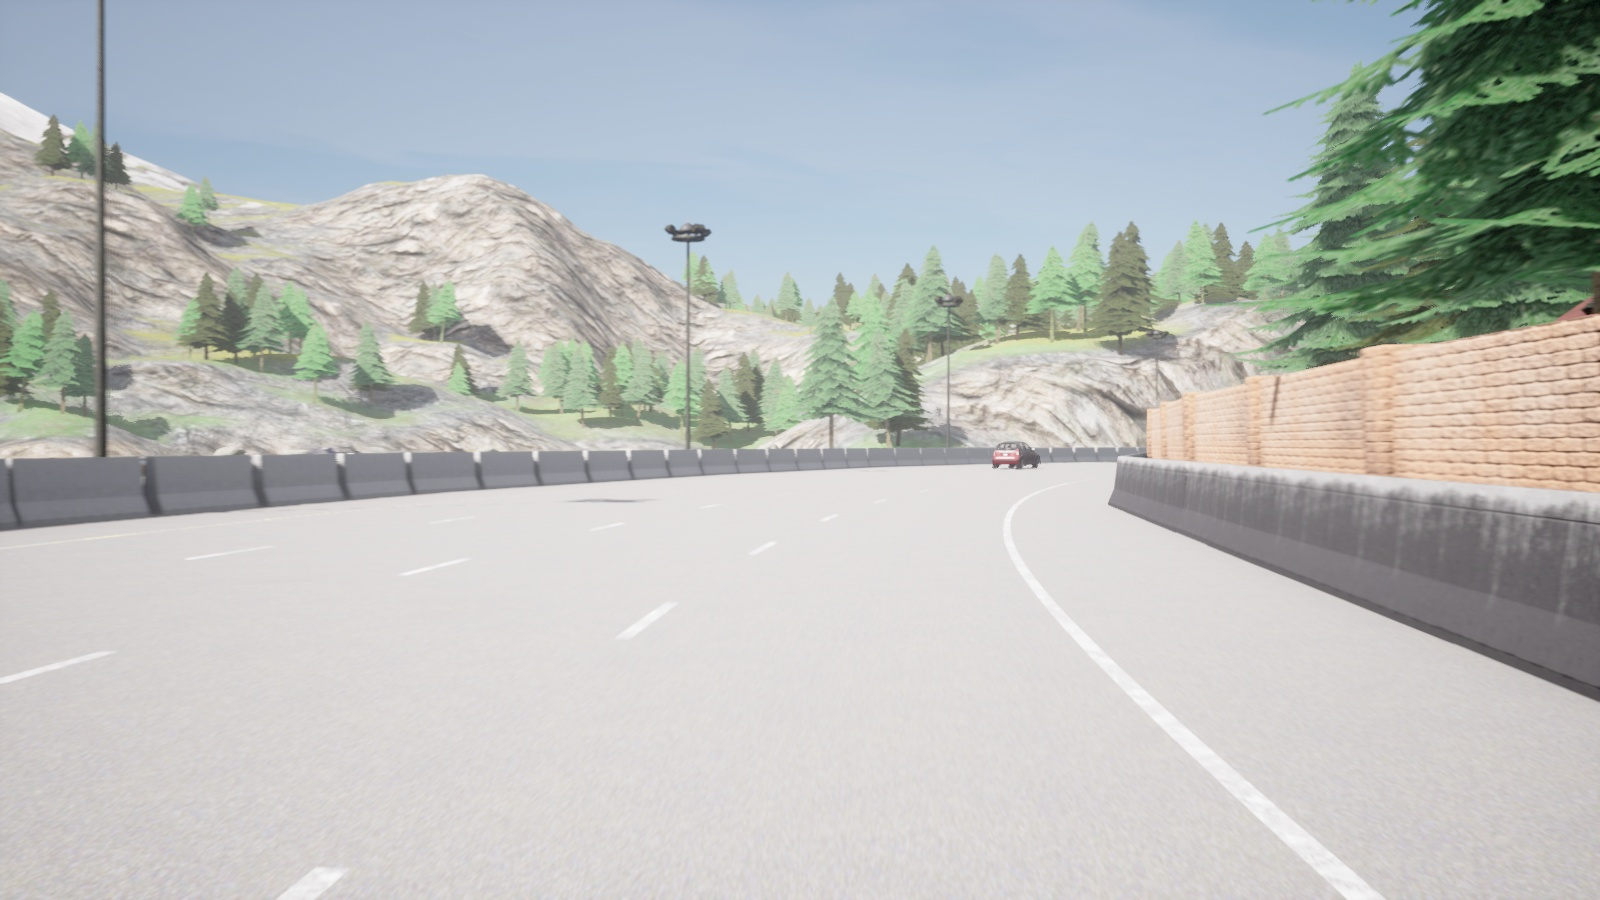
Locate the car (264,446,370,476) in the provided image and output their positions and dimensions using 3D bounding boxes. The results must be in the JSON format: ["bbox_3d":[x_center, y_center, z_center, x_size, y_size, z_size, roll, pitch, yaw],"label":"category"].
[{"bbox_3d":[-21.760,0.452,56.818,1.895,1.301,4.718,0,0,19],"label":"car"}]

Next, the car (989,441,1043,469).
[{"bbox_3d":[12.728,0.277,73.840,1.851,1.617,3.988,0,0,30],"label":"car"}]
